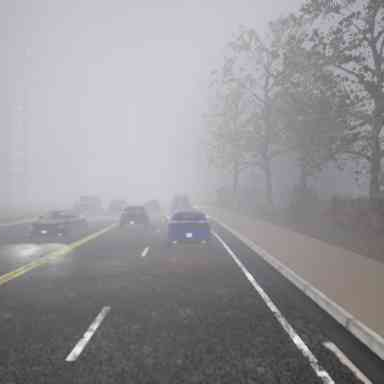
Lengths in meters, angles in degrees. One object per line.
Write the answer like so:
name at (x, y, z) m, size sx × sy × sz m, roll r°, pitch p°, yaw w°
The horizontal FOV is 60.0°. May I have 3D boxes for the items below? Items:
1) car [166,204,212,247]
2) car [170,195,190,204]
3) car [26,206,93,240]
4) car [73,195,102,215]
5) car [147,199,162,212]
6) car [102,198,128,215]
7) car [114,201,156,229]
car at (-0.173, 1.526, 15.387) m, size 1.882 × 1.535 × 5.008 m, roll 0°, pitch 0°, yaw -2°
car at (-1.376, 1.350, 39.728) m, size 2.150 × 2.045 × 5.566 m, roll 0°, pitch 0°, yaw -3°
car at (-6.809, 1.632, 17.198) m, size 1.994 × 1.385 × 4.181 m, roll 0°, pitch 0°, yaw -2°
car at (-11.011, 1.353, 35.628) m, size 2.150 × 2.045 × 5.566 m, roll 0°, pitch 0°, yaw -3°
car at (-4.708, 1.614, 40.611) m, size 1.882 × 1.535 × 5.008 m, roll 0°, pitch 0°, yaw -3°
car at (-7.748, 1.478, 35.360) m, size 2.097 × 1.767 × 4.553 m, roll 0°, pitch 0°, yaw -3°
car at (-3.696, 1.584, 22.360) m, size 1.837 × 1.490 × 4.892 m, roll 0°, pitch 0°, yaw -2°
